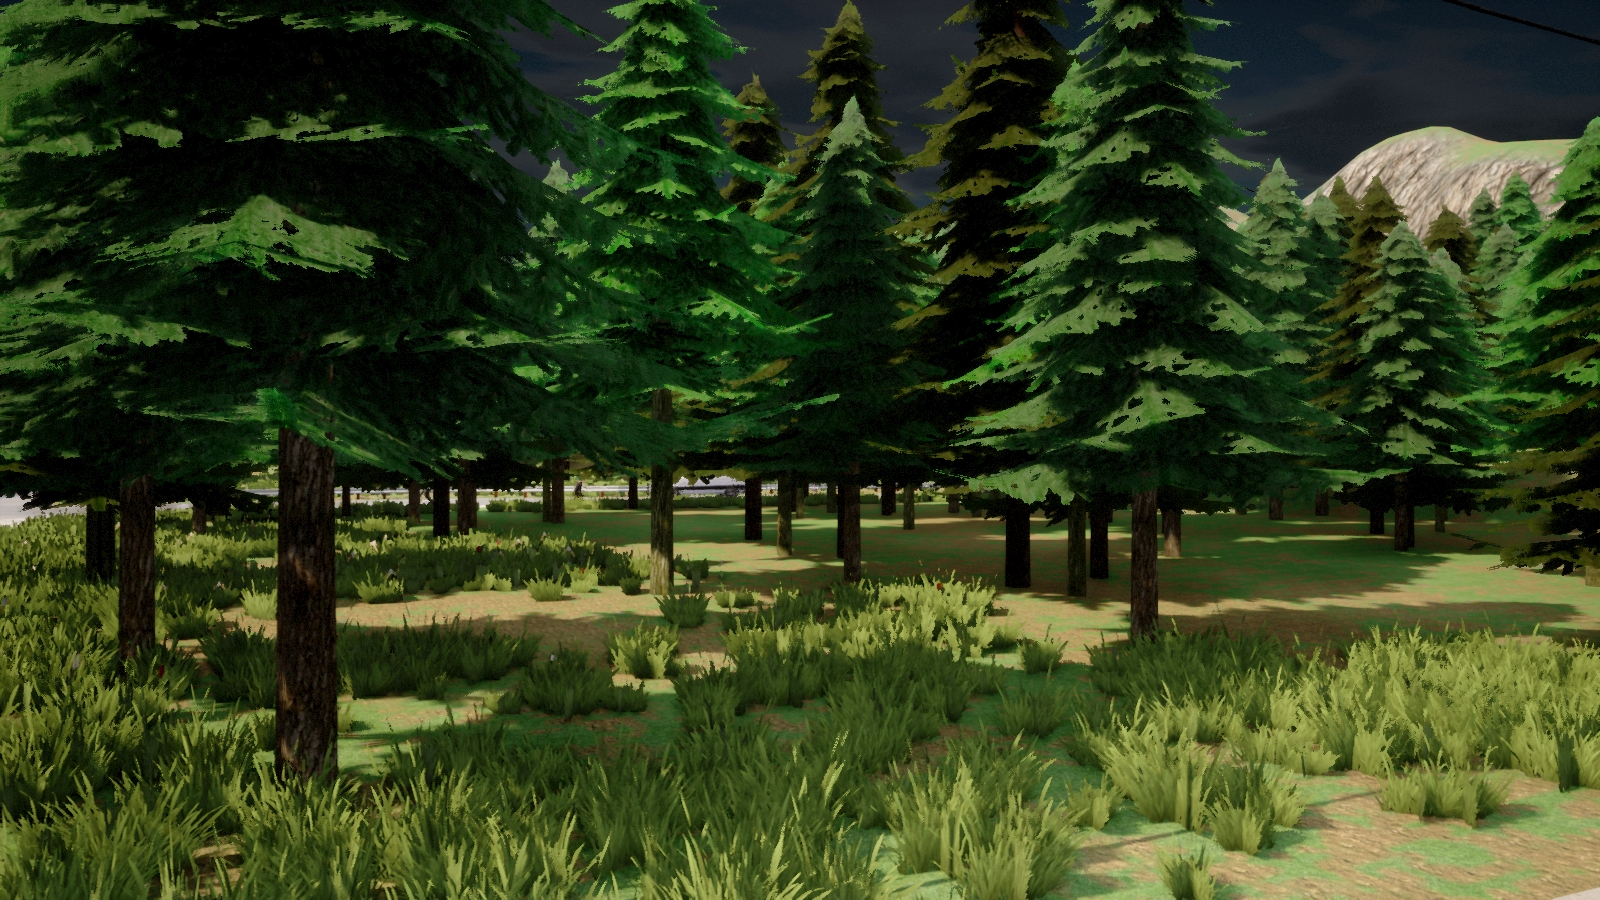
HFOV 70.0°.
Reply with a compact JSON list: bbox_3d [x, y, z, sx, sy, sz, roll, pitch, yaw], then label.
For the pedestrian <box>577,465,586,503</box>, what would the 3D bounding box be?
[{"bbox_3d":[-10.692,1.669,55.929,0.375,1.860,0.375,0,0,-24],"label":"pedestrian"}]
